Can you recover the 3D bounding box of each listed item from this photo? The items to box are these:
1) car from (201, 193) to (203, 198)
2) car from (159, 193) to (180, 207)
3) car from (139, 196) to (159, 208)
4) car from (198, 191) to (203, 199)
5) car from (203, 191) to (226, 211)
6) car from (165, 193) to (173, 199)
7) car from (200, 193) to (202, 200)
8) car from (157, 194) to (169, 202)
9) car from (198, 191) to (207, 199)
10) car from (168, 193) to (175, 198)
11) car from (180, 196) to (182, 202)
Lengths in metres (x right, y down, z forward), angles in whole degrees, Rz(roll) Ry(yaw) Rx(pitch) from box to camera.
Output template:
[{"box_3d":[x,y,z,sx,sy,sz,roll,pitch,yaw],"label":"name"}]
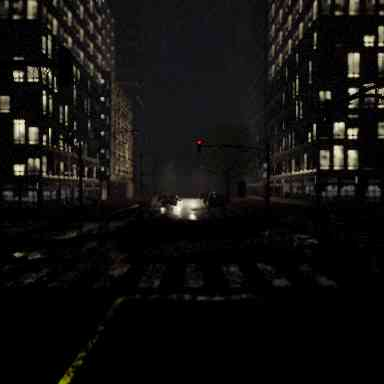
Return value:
[{"box_3d":[2.680,1.215,48.522,1.752,1.417,4.829,0,0,0],"label":"car"},{"box_3d":[-3.080,1.059,45.606,2.097,1.767,4.553,0,0,0],"label":"car"},{"box_3d":[-5.703,1.252,42.541,1.752,1.417,4.829,0,0,0],"label":"car"},{"box_3d":[2.687,0.814,76.553,2.192,1.841,5.009,0,0,0],"label":"car"},{"box_3d":[2.675,1.079,37.071,2.192,1.841,5.009,0,0,0],"label":"car"},{"box_3d":[-5.690,0.984,82.008,1.752,1.417,4.829,0,0,0],"label":"car"},{"box_3d":[2.682,1.235,53.994,1.802,1.307,4.206,0,0,0],"label":"car"},{"box_3d":[-5.695,1.141,65.264,1.947,1.339,4.313,0,0,0],"label":"car"},{"box_3d":[2.691,0.735,87.833,2.192,1.841,5.009,0,0,0],"label":"car"},{"box_3d":[-5.685,0.960,93.455,1.802,1.307,4.206,0,0,0],"label":"car"},{"box_3d":[-3.020,1.093,63.366,1.837,1.490,4.892,0,1,1],"label":"car"}]
